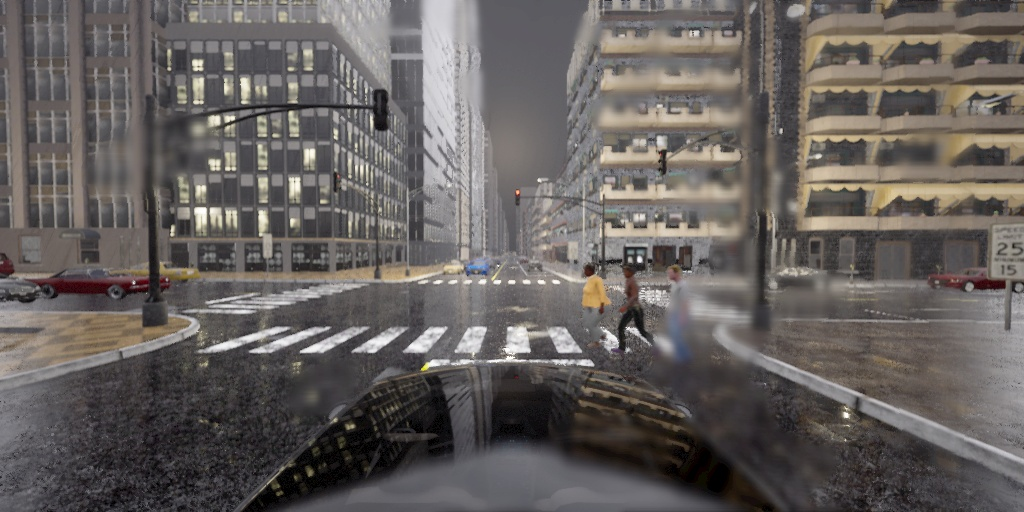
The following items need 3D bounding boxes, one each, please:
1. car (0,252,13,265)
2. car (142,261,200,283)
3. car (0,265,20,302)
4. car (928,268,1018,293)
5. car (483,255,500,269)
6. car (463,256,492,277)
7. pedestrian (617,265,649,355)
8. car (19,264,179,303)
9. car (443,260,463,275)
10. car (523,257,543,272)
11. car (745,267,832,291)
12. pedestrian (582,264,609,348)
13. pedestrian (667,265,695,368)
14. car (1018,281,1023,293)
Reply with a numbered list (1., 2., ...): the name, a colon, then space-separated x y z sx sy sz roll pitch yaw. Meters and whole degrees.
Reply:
1. car: -33.653 0.618 21.834 5.009 1.841 2.192 0 0 1
2. car: -21.706 0.935 21.653 4.829 1.417 1.751 0 0 1
3. car: -20.309 1.150 13.323 4.403 1.370 2.007 0 0 1
4. car: 27.336 1.370 21.098 4.507 1.381 1.888 0 0 1
5. car: -3.180 1.006 48.546 2.128 1.511 4.902 0 1 0
6. car: -3.153 1.068 33.640 1.882 1.535 5.008 0 1 -1
7. pedestrian: 2.348 1.017 6.983 0.375 1.860 0.375 -1 1 0
8. car: -18.052 1.164 15.843 4.718 1.301 1.895 1 1 1
9. car: -5.758 1.104 35.834 1.751 1.417 4.829 0 0 0
10. car: 2.612 1.101 41.674 2.007 1.370 4.403 0 0 0
11. car: 16.271 1.283 21.231 4.403 1.370 2.007 0 0 1
12. pedestrian: 1.757 1.014 7.582 0.375 1.860 0.375 -1 1 0
13. pedestrian: 3.016 1.020 6.343 0.375 1.860 0.375 -1 1 0
14. car: 21.694 1.524 12.786 4.313 1.339 1.948 0 0 1
